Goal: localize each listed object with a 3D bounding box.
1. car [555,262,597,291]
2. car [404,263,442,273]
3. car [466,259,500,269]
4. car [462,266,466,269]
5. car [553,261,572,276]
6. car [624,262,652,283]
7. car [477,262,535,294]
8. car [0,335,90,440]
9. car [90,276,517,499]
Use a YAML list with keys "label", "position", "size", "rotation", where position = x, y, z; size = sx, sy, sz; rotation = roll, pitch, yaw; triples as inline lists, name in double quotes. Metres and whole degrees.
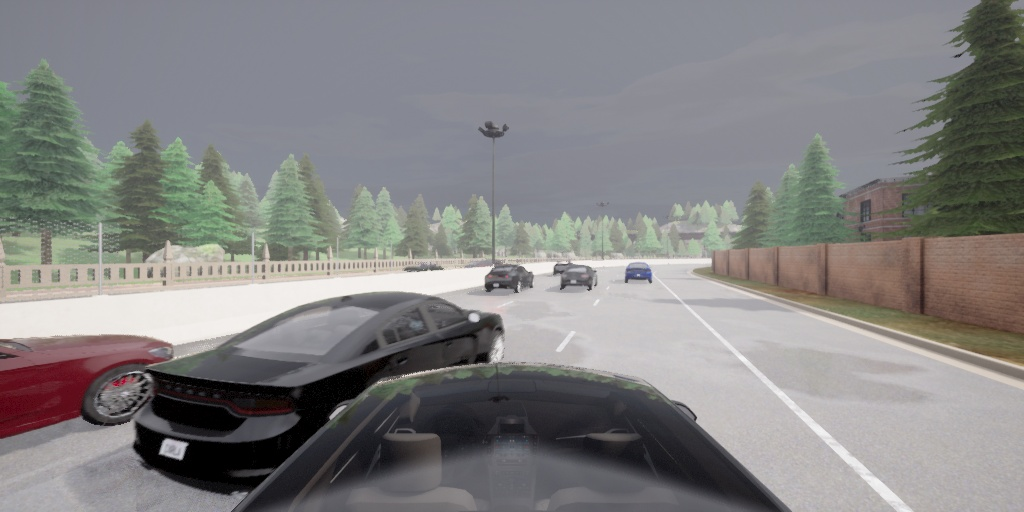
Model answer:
- label: "car"
  position: [4.183, 1.273, 22.188]
  size: [1.812, 1.442, 4.674]
  rotation: [0, 0, 19]
- label: "car"
  position: [-9.267, 1.345, 37.564]
  size: [1.895, 1.301, 4.718]
  rotation: [0, 0, 19]
- label: "car"
  position: [-2.394, 1.096, 35.977]
  size: [2.097, 1.767, 4.553]
  rotation: [0, 0, 19]
- label: "car"
  position: [-3.956, 1.291, 42.081]
  size: [2.033, 1.411, 5.357]
  rotation: [0, 0, 20]
- label: "car"
  position: [5.495, 1.236, 36.905]
  size: [2.128, 1.511, 4.902]
  rotation: [0, 0, 19]
- label: "car"
  position: [9.881, 1.224, 28.120]
  size: [1.882, 1.535, 5.008]
  rotation: [0, 0, 19]
- label: "car"
  position: [-0.029, 1.251, 20.652]
  size: [1.837, 1.490, 4.892]
  rotation: [0, 0, 19]
- label: "car"
  position: [-5.956, 1.275, 3.101]
  size: [1.812, 1.442, 4.674]
  rotation: [0, 0, 19]
- label: "car"
  position: [-1.645, 1.227, 4.926]
  size: [1.882, 1.535, 5.008]
  rotation: [0, 0, 19]
